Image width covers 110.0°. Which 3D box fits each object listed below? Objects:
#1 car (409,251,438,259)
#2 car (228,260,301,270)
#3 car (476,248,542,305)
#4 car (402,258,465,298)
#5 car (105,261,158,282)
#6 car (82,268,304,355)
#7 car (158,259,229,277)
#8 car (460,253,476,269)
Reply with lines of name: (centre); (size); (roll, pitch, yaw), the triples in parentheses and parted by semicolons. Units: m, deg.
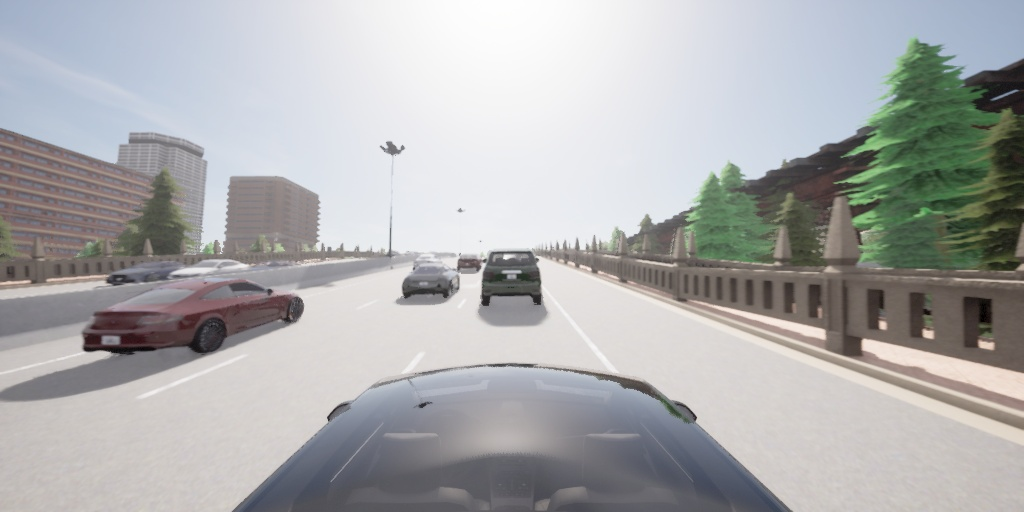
car: (-7.196, 0.572, 30.942); (1.812, 1.442, 4.674); (0, 2, -1)
car: (-14.297, 0.943, 21.547); (1.994, 1.385, 4.181); (0, 2, -1)
car: (-0.032, 0.696, 14.546); (2.150, 2.045, 5.566); (0, 2, -1)
car: (-3.548, 1.014, 16.325); (1.994, 1.385, 4.181); (0, 2, -1)
car: (-21.295, 1.001, 21.421); (1.994, 1.385, 4.181); (0, 2, -1)
car: (-6.984, 1.229, 8.526); (1.812, 1.442, 4.674); (0, 2, 0)
car: (-17.795, 0.936, 21.417); (1.812, 1.442, 4.674); (0, 2, -1)
car: (-3.707, 0.466, 32.007); (1.882, 1.535, 5.008); (0, 2, -1)
